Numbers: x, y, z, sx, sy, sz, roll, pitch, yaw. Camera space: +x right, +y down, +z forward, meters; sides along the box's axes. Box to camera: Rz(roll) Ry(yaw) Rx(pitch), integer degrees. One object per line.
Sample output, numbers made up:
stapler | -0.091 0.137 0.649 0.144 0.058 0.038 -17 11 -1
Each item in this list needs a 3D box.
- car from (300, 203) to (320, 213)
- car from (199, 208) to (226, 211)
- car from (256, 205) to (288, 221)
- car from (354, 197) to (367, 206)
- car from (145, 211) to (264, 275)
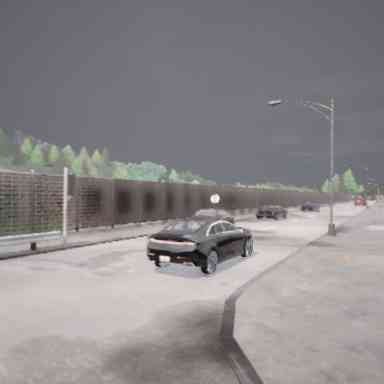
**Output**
car | 16.706 2.174 47.032 1.895 1.301 4.718 0 -1 30
car | 1.093 1.710 20.167 1.812 1.442 4.674 0 -1 30
car | 7.543 1.947 31.365 1.895 1.301 4.718 0 -1 30
car | 39.792 2.310 78.969 2.150 2.045 5.566 0 -1 30
car | 0.483 1.593 10.958 2.128 1.511 4.902 0 -1 30
